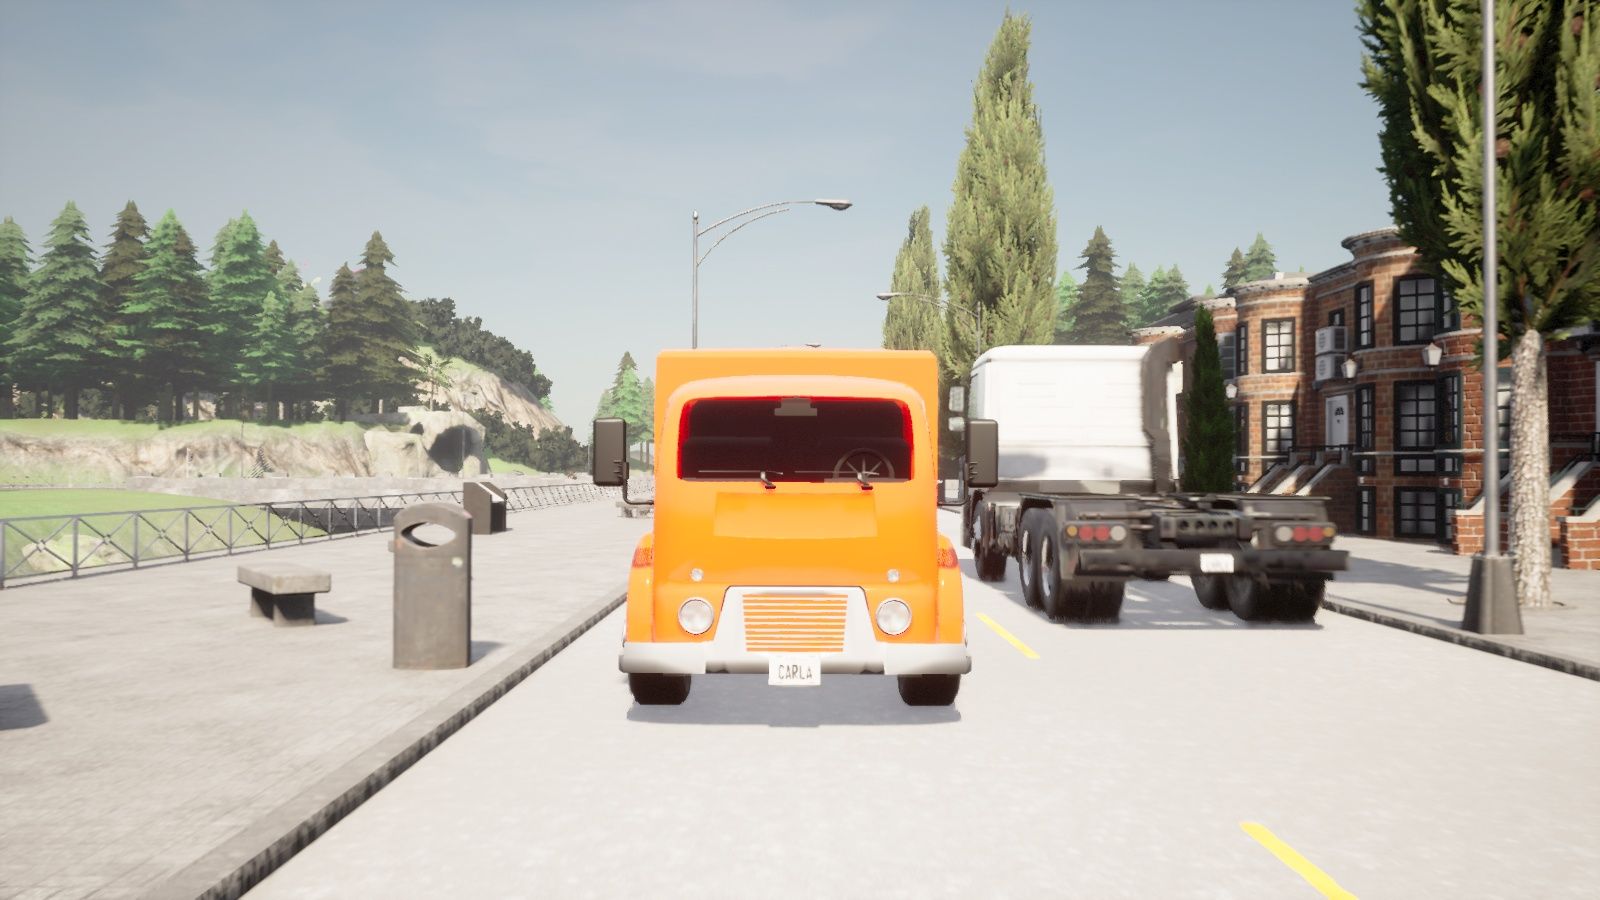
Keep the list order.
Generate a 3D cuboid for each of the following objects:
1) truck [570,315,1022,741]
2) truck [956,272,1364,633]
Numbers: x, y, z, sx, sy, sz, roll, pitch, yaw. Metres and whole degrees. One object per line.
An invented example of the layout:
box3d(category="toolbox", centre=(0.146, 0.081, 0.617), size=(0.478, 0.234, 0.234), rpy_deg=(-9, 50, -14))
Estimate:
box3d(category="truck", centre=(-0.032, 0.494, 9.917), size=(2.627, 2.467, 5.204), rpy_deg=(0, -1, 0))
box3d(category="truck", centre=(3.954, 0.086, 16.061), size=(2.891, 3.462, 7.936), rpy_deg=(0, -1, 0))
